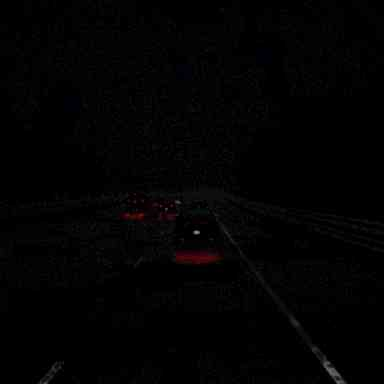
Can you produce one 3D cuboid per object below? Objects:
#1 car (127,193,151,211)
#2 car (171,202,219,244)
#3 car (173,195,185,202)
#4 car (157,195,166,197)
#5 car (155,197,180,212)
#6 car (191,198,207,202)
[{"bbox_3d":[-6.224,1.144,39.464,2.150,2.045,5.566,0,1,2],"label":"car"},{"bbox_3d":[0.221,1.473,15.871,1.882,1.535,5.008,0,0,1],"label":"car"},{"bbox_3d":[-2.237,1.289,52.016,1.837,1.490,4.892,0,1,3],"label":"car"},{"bbox_3d":[-5.400,1.184,59.244,1.812,1.442,4.674,0,1,3],"label":"car"},{"bbox_3d":[-2.756,1.534,38.382,1.895,1.301,4.718,0,0,1],"label":"car"},{"bbox_3d":[0.815,1.448,40.517,1.812,1.442,4.674,0,0,2],"label":"car"}]
